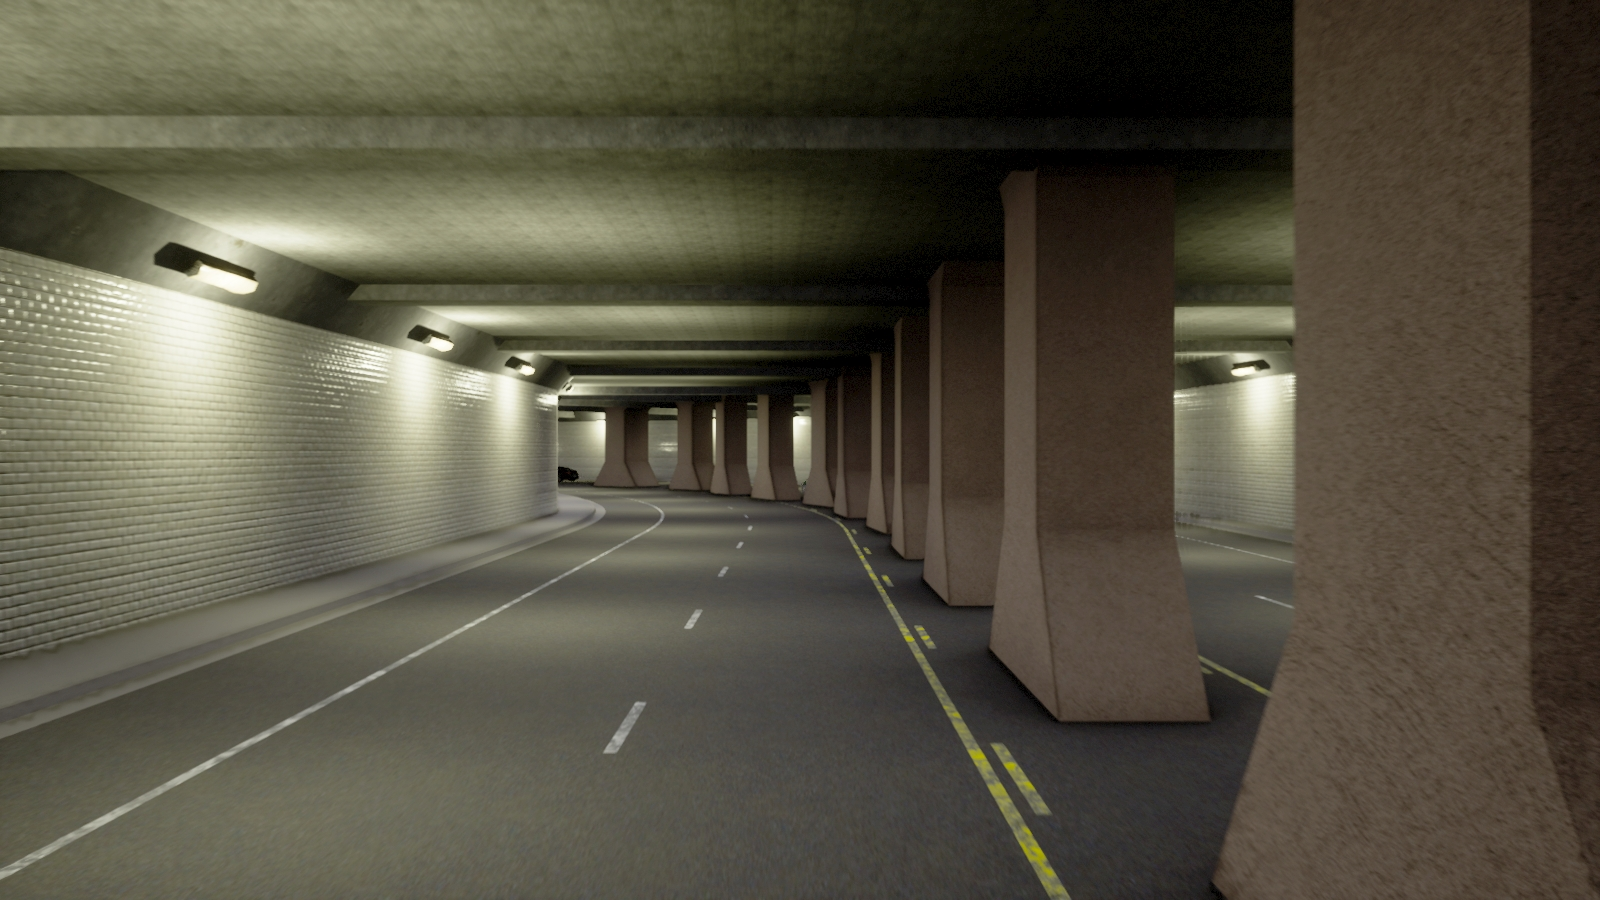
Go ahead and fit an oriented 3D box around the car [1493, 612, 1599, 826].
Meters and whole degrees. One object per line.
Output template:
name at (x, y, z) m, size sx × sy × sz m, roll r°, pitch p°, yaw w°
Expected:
car at (6.997, 2.106, 7.183) m, size 2.033 × 1.411 × 5.357 m, roll 0°, pitch 0°, yaw 0°
